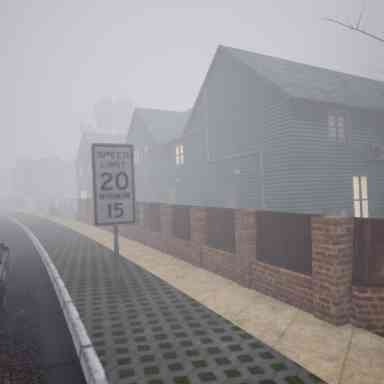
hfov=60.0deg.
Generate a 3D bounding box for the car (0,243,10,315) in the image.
[{"bbox_3d":[-4.890,1.630,6.957,1.895,1.301,4.718,-2,1,-28],"label":"car"}]
